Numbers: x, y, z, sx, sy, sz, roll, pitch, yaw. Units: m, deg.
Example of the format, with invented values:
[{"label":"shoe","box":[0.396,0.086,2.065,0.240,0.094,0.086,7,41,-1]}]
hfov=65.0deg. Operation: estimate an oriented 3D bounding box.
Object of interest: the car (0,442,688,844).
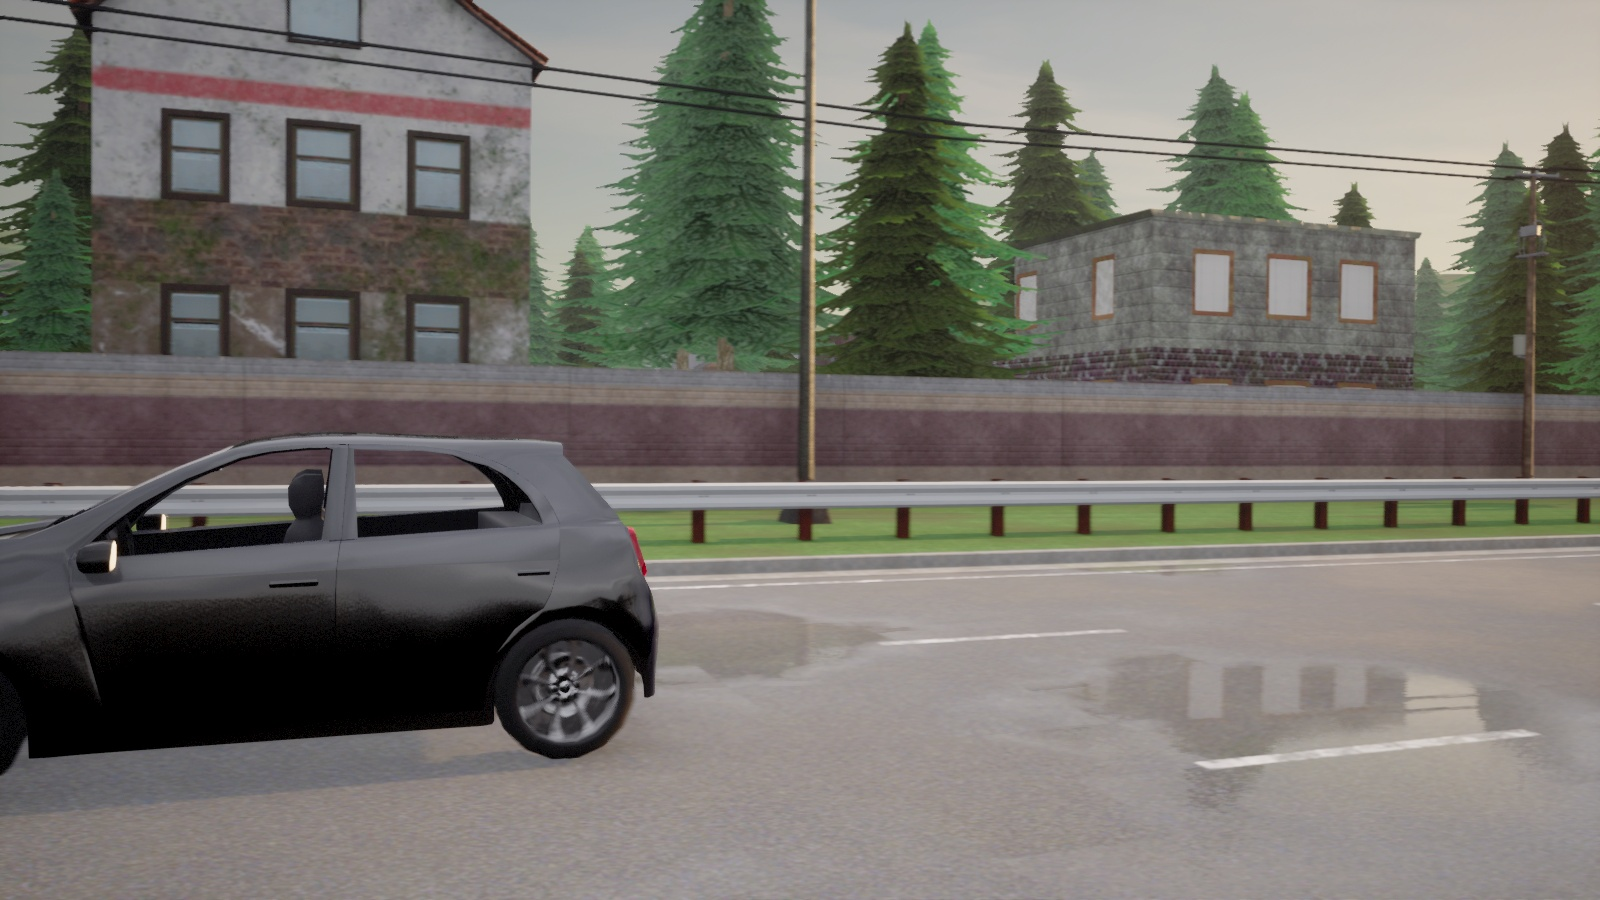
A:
[{"label":"car","box":[-2.551,0.742,6.014,3.633,1.501,1.845,-1,1,-21]}]
